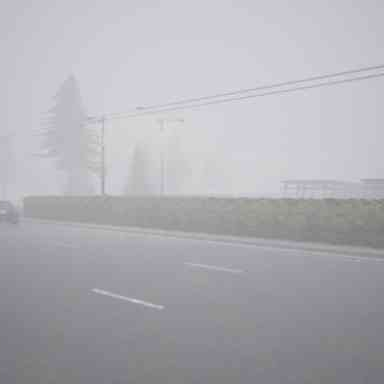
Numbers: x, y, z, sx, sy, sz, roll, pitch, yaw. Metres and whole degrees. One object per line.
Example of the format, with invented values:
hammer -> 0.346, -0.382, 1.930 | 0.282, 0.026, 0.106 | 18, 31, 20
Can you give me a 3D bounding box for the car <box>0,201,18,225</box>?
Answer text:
car -> -13.707, 1.340, 22.372 | 4.553, 1.767, 2.097 | 0, 0, 36
